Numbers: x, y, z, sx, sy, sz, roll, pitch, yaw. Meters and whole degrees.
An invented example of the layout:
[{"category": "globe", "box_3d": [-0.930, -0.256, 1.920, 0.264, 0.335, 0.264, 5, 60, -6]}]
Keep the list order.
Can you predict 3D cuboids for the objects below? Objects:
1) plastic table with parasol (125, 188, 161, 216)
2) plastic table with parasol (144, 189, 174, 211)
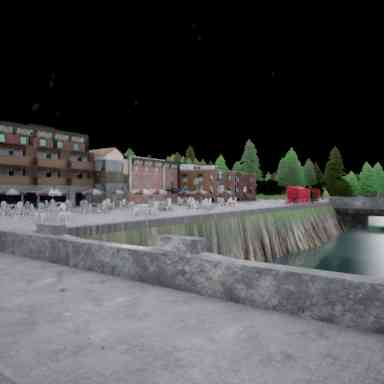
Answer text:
[{"category": "plastic table with parasol", "box_3d": [-4.710, 0.917, 32.160, 2.482, 2.480, 2.482, 0, 0, 36]}, {"category": "plastic table with parasol", "box_3d": [-3.931, 0.916, 39.847, 2.482, 2.480, 2.482, 0, 0, 36]}]
